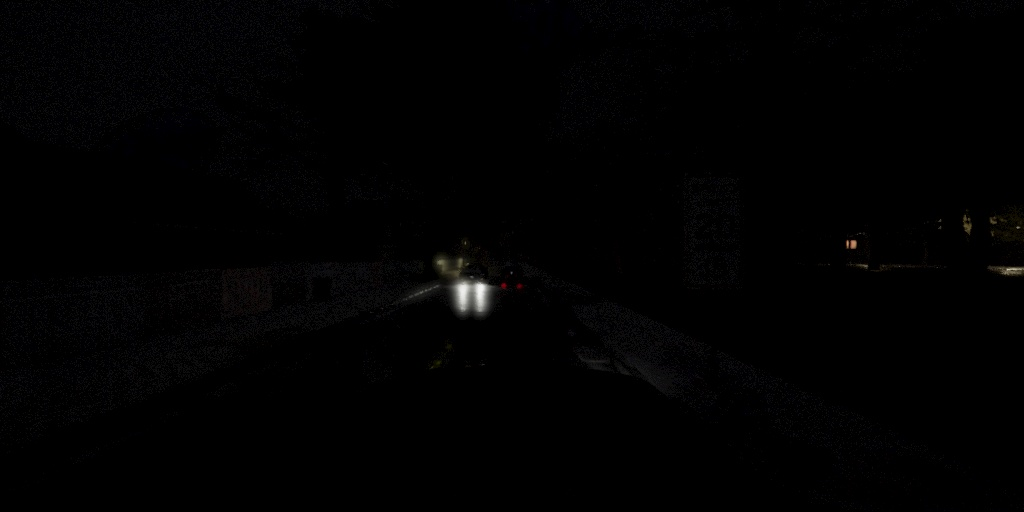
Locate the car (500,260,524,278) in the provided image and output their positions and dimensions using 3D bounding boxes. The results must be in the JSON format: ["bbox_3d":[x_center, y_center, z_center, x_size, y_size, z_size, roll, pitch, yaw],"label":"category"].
[{"bbox_3d":[-0.029,1.230,32.958,1.812,1.442,4.674,0,0,0],"label":"car"}]

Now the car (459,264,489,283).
[{"bbox_3d":[-2.775,1.303,27.028,1.994,1.385,4.181,0,0,0],"label":"car"}]
